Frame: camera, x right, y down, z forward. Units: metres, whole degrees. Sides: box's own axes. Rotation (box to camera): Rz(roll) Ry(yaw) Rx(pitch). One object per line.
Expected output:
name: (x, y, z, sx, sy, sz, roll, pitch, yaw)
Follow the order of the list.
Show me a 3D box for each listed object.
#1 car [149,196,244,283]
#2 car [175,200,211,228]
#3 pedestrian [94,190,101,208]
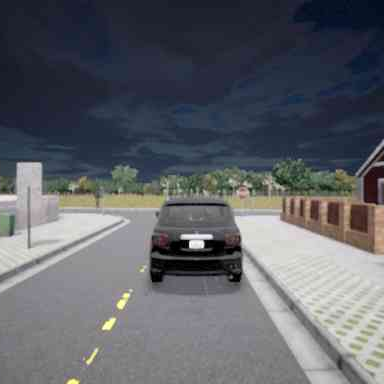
car: (0.095, 1.128, 9.518, 2.150, 2.045, 5.566, 0, 1, 0)
car: (0.074, 1.335, 21.509, 2.033, 1.411, 5.357, 0, 1, 0)
pedestrian: (-9.713, 0.729, 34.120, 0.375, 1.860, 0.375, 0, -1, 0)
